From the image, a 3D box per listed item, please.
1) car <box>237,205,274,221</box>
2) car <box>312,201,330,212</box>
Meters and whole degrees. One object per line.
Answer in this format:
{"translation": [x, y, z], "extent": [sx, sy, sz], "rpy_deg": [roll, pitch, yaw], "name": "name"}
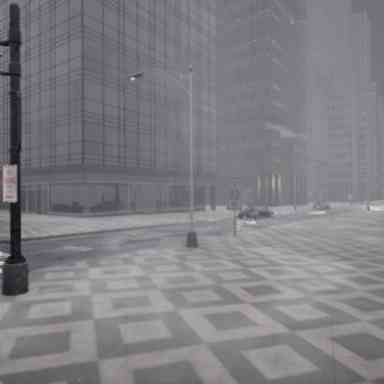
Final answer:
{"translation": [6.390, 2.000, 32.989], "extent": [2.033, 1.411, 5.357], "rpy_deg": [0, -1, 36], "name": "car"}
{"translation": [20.598, 2.250, 52.859], "extent": [2.128, 1.511, 4.902], "rpy_deg": [0, -1, 36], "name": "car"}
